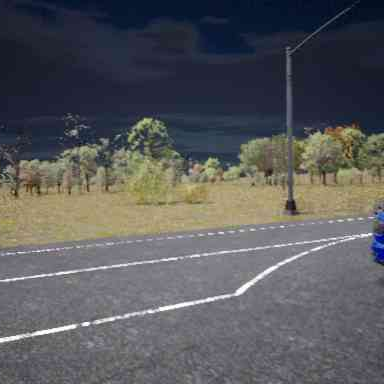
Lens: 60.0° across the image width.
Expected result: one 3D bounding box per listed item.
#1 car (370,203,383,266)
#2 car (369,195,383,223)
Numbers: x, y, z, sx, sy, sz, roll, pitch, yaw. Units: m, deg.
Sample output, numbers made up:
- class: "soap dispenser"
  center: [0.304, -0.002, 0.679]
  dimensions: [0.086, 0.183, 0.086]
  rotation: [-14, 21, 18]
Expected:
- class: "car"
  center: [6.356, 0.827, 7.054]
  dimensions: [5.566, 2.045, 2.150]
  rotation: [-1, 1, -25]
- class: "car"
  center: [11.618, 0.785, 17.157]
  dimensions: [4.718, 1.301, 1.895]
  rotation: [-3, 2, -25]
